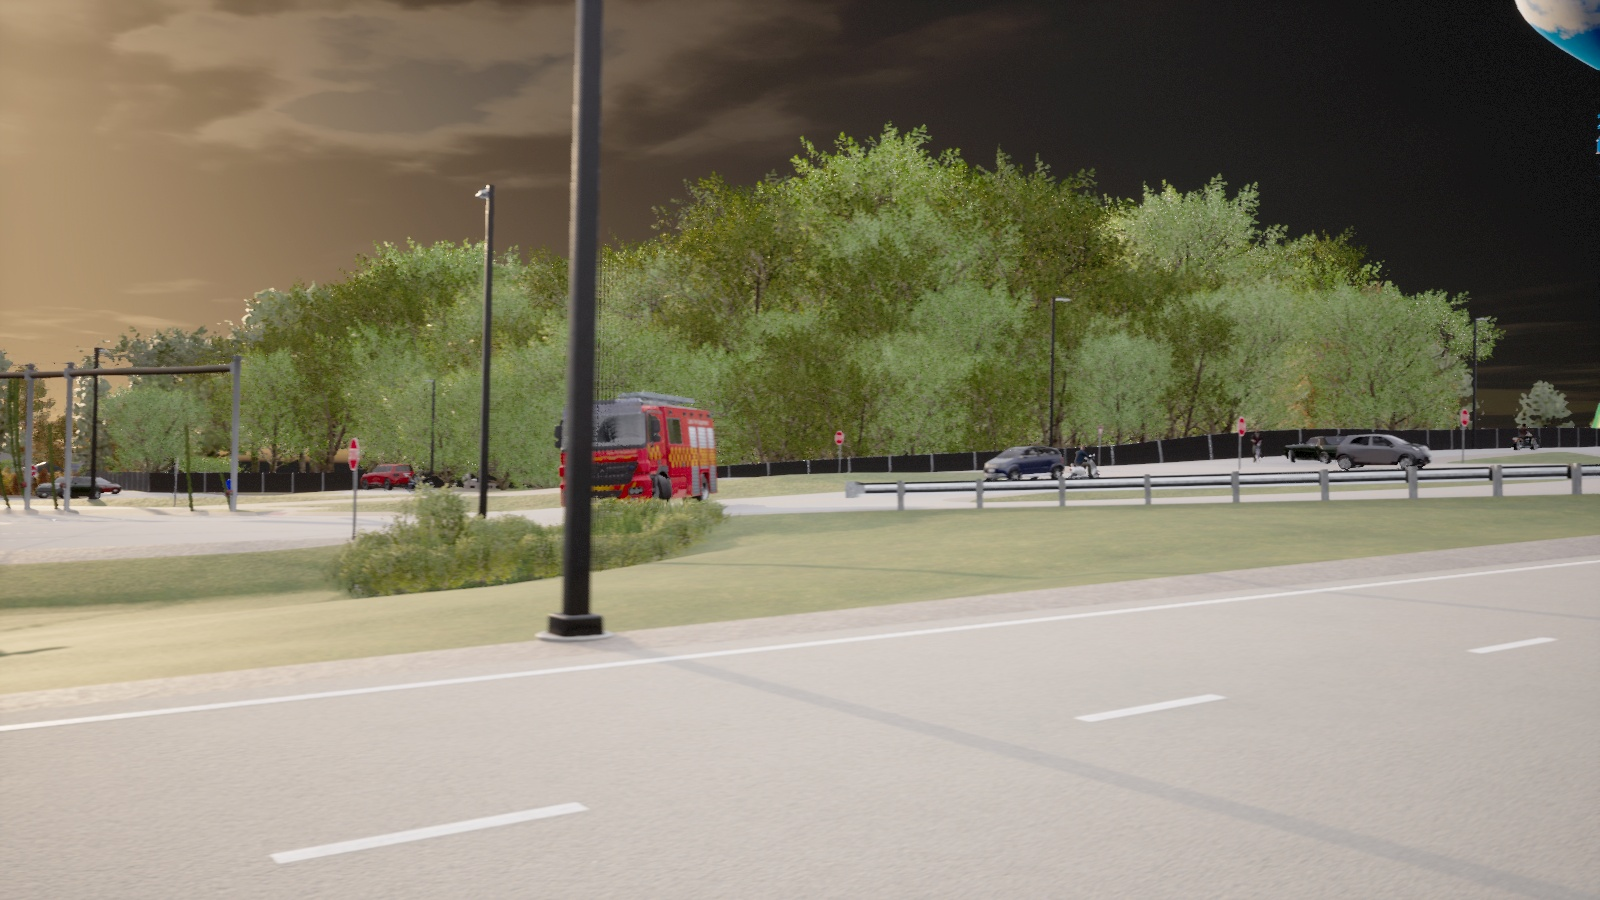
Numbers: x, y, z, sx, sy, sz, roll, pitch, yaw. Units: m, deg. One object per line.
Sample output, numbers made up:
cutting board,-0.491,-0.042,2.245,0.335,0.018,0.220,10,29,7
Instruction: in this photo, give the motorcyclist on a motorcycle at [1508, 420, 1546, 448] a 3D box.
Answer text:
motorcyclist on a motorcycle,42.734,-0.951,73.829,2.350,1.649,0.766,-1,0,-28

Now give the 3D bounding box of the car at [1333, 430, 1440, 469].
car,24.788,-0.016,53.117,3.633,1.501,1.845,-1,2,44

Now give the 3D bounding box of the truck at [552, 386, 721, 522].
truck,-5.117,0.135,41.244,2.891,3.827,8.468,-4,-1,10

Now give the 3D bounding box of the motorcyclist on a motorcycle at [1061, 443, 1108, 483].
motorcyclist on a motorcycle,11.880,0.533,52.382,1.817,1.590,0.866,-3,2,-34

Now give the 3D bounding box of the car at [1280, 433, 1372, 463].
car,25.458,-0.125,60.979,1.895,1.301,4.718,-2,1,-8

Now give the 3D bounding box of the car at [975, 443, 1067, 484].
car,9.724,0.578,55.127,3.705,1.549,1.789,-3,2,-33
